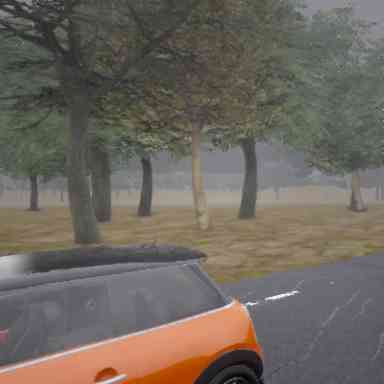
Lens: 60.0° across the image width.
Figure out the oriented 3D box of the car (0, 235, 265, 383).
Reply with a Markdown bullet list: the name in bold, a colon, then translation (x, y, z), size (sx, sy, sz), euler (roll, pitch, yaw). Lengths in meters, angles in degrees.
- **car**: translation (-1.572, 1.351, 2.782), size (4.553, 1.767, 2.097), euler (0, 0, -34)
